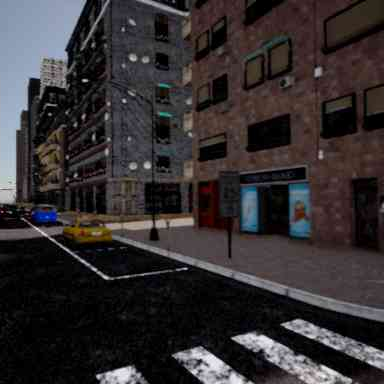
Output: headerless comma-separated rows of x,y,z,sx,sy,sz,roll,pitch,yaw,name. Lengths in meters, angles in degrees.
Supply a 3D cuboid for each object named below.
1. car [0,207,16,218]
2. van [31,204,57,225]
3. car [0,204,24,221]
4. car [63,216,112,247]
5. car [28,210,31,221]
-25.468,2.735,45.975,1.895,1.301,4.718,0,-1,-31,car
-13.760,2.062,31.138,1.690,1.788,3.998,0,-1,-30,van
-20.393,2.264,37.315,2.097,1.767,4.553,0,-1,-30,car
-5.440,1.886,16.951,1.752,1.417,4.829,0,-1,-30,car
-16.560,2.283,35.913,1.967,1.590,4.097,0,-1,-30,car
